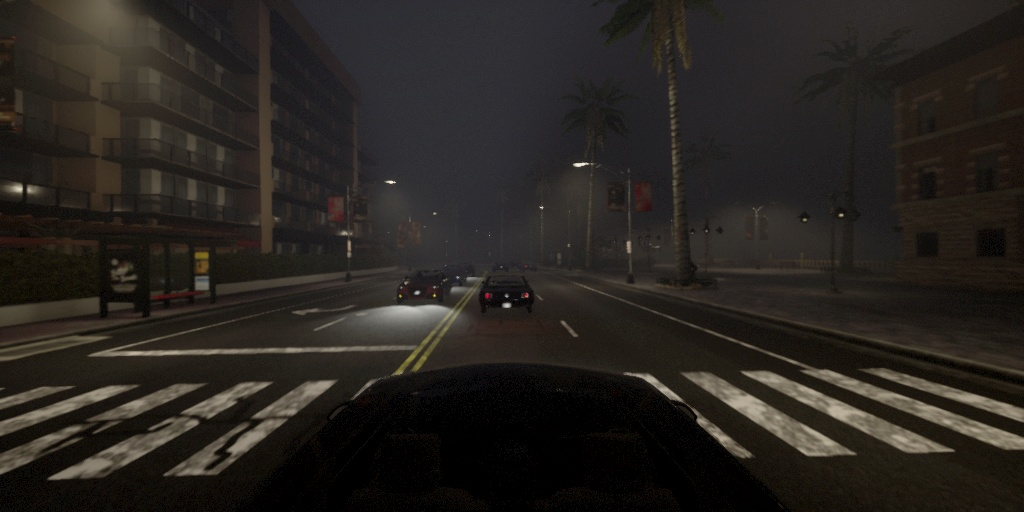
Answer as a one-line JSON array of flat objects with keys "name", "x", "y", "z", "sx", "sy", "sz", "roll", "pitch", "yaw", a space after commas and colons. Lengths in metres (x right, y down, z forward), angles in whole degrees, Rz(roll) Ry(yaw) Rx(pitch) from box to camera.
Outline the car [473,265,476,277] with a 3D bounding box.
[{"name": "car", "x": -4.679, "y": 1.360, "z": 36.352, "sx": 1.994, "sy": 1.385, "sz": 4.181, "roll": -1, "pitch": 0, "yaw": -2}]

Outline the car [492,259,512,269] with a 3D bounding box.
[{"name": "car", "x": -1.496, "y": 1.326, "z": 45.549, "sx": 1.994, "sy": 1.385, "sz": 4.181, "roll": -1, "pitch": 0, "yaw": -6}]

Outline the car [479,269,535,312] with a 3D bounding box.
[{"name": "car", "x": -0.243, "y": 1.352, "z": 14.161, "sx": 1.895, "sy": 1.301, "sz": 4.718, "roll": -1, "pitch": 0, "yaw": -2}]

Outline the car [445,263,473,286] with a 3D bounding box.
[{"name": "car", "x": -4.334, "y": 1.341, "z": 26.369, "sx": 2.033, "sy": 1.411, "sz": 5.357, "roll": -1, "pitch": 0, "yaw": -2}]

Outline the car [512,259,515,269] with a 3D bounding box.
[{"name": "car", "x": 0.402, "y": 1.219, "z": 56.114, "sx": 1.882, "sy": 1.535, "sz": 5.008, "roll": -1, "pitch": 0, "yaw": -14}]

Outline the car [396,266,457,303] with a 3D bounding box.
[{"name": "car", "x": -4.035, "y": 1.355, "z": 17.039, "sx": 1.994, "sy": 1.385, "sz": 4.181, "roll": -1, "pitch": 0, "yaw": -2}]

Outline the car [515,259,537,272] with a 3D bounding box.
[{"name": "car", "x": 2.003, "y": 1.273, "z": 45.672, "sx": 2.033, "sy": 1.411, "sz": 5.357, "roll": -1, "pitch": 0, "yaw": -6}]

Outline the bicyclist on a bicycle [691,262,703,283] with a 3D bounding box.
[{"name": "bicyclist on a bicycle", "x": 10.323, "y": 0.942, "z": 20.915, "sx": 1.656, "sy": 1.620, "sz": 0.582, "roll": -1, "pitch": 0, "yaw": -2}]
